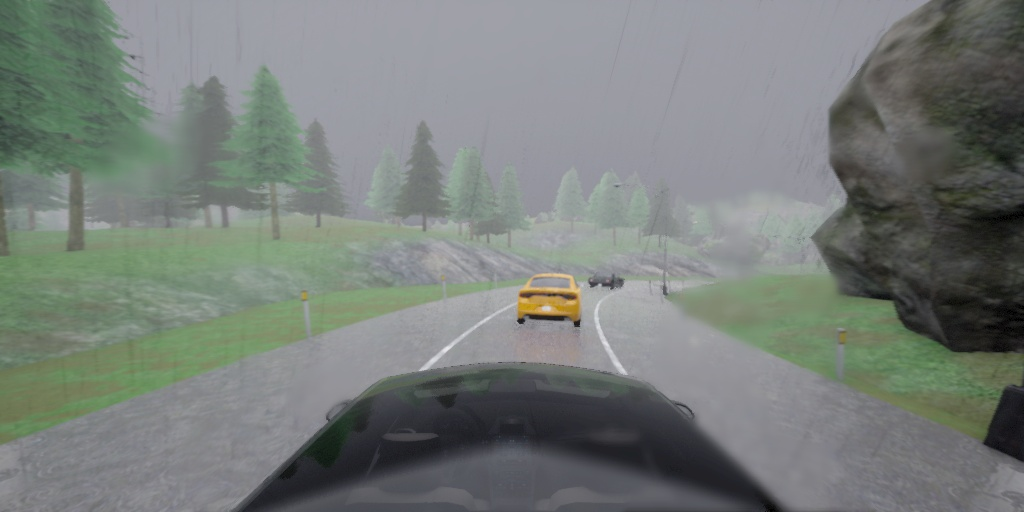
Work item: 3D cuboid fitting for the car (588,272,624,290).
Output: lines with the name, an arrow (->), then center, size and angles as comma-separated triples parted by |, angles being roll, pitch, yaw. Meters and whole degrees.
car -> 7.723, 1.976, 28.954 | 1.895, 1.301, 4.718 | 3, -1, 29

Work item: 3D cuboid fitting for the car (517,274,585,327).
car -> 1.435, 1.340, 12.307 | 1.882, 1.535, 5.008 | 1, -1, 11
